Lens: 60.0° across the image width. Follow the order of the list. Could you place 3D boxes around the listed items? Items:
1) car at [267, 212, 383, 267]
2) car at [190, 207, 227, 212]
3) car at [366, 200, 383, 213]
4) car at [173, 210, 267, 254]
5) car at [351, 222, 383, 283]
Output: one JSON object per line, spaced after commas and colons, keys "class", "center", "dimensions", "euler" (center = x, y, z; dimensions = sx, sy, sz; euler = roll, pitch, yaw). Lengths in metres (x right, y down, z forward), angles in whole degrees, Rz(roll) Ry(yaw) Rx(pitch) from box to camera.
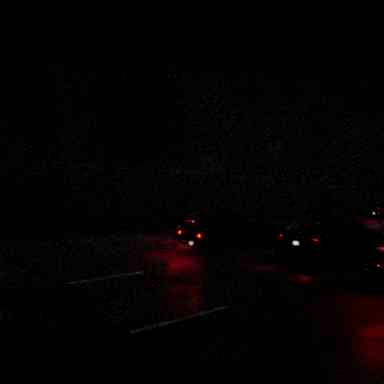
{"class": "car", "center": [4.859, 1.560, 11.509], "dimensions": [4.181, 1.385, 1.994], "euler": [0, 0, -35]}
{"class": "car", "center": [1.216, 1.521, 17.508], "dimensions": [4.674, 1.442, 1.812], "euler": [0, 0, -35]}
{"class": "car", "center": [16.974, 1.495, 28.802], "dimensions": [4.892, 1.490, 1.837], "euler": [-1, 0, -35]}
{"class": "car", "center": [1.761, 1.597, 13.597], "dimensions": [4.718, 1.301, 1.895], "euler": [0, 0, -35]}
{"class": "car", "center": [6.373, 1.488, 8.290], "dimensions": [4.902, 1.511, 2.128], "euler": [0, 0, -35]}
